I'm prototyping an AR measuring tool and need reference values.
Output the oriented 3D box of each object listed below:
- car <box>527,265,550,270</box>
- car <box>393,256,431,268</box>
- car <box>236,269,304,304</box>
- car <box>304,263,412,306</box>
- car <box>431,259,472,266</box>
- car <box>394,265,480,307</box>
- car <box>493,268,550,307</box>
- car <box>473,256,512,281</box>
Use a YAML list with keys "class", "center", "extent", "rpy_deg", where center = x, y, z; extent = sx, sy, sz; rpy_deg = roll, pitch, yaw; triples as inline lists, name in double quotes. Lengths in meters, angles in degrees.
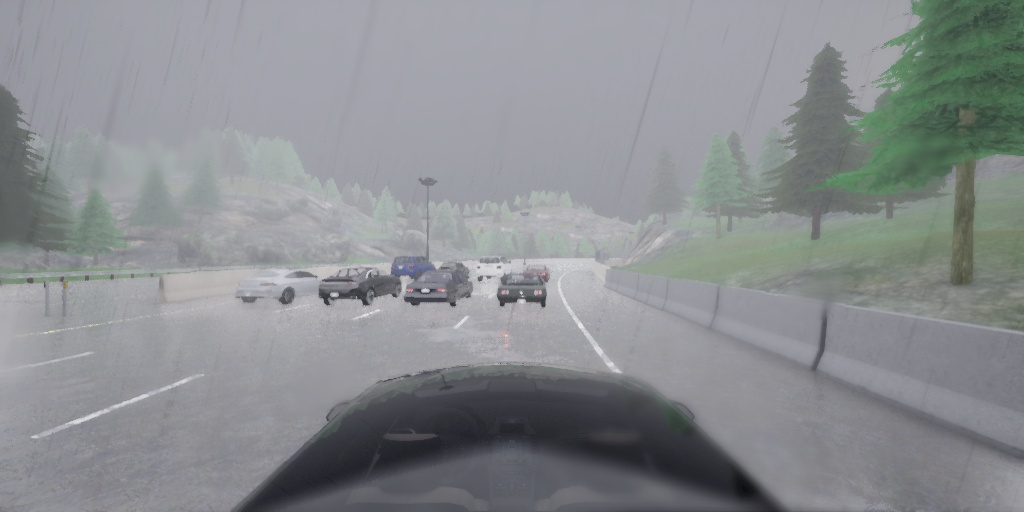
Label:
- class: "car"
  center: [2.084, 1.364, 29.049]
  extent: [1.895, 1.301, 4.718]
  rpy_deg: [0, 0, 9]
- class: "car"
  center: [-8.296, 1.005, 30.627]
  extent: [2.150, 2.045, 5.566]
  rpy_deg: [0, 0, 9]
- class: "car"
  center: [-9.949, 1.280, 16.090]
  extent: [1.812, 1.442, 4.674]
  rpy_deg: [0, 0, 4]
- class: "car"
  center: [-6.459, 1.242, 15.826]
  extent: [2.128, 1.511, 4.902]
  rpy_deg: [0, 0, 4]
- class: "car"
  center: [-4.841, 1.264, 30.072]
  extent: [1.837, 1.490, 4.892]
  rpy_deg: [0, 0, 9]
- class: "car"
  center: [-2.969, 1.310, 15.563]
  extent: [2.033, 1.411, 5.357]
  rpy_deg: [0, 0, 4]
- class: "car"
  center: [0.523, 1.363, 15.329]
  extent: [1.895, 1.301, 4.718]
  rpy_deg: [0, 0, 4]
- class: "car"
  center: [-1.376, 1.005, 29.575]
  extent: [2.150, 2.045, 5.566]
  rpy_deg: [0, 0, 9]
